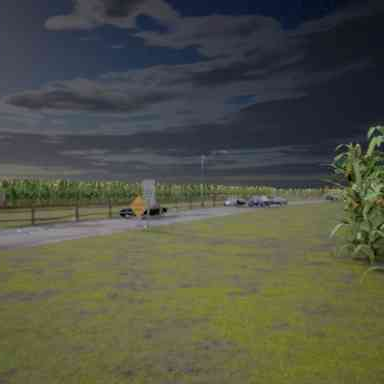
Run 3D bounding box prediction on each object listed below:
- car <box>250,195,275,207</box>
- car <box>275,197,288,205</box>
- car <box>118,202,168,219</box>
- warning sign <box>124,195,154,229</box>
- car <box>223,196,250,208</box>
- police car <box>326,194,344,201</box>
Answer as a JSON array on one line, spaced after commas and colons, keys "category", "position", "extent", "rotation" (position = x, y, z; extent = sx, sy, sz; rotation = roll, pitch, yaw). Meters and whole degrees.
[{"category": "car", "position": [9.988, 1.275, 48.479], "extent": [2.097, 1.767, 4.553], "rotation": [1, 0, 30]}, {"category": "car", "position": [14.906, 1.476, 56.718], "extent": [1.994, 1.385, 4.181], "rotation": [1, 0, 34]}, {"category": "car", "position": [-4.070, 1.525, 28.149], "extent": [1.895, 1.301, 4.718], "rotation": [1, 0, 28]}, {"category": "warning sign", "position": [-3.021, 1.109, 19.032], "extent": [1.300, 1.860, 1.060], "rotation": [1, 0, 30]}, {"category": "car", "position": [6.002, 1.386, 47.206], "extent": [2.128, 1.511, 4.902], "rotation": [1, 0, 29]}, {"category": "police car", "position": [33.158, 1.325, 77.931], "extent": [1.930, 1.638, 5.238], "rotation": [1, 1, 45]}]
